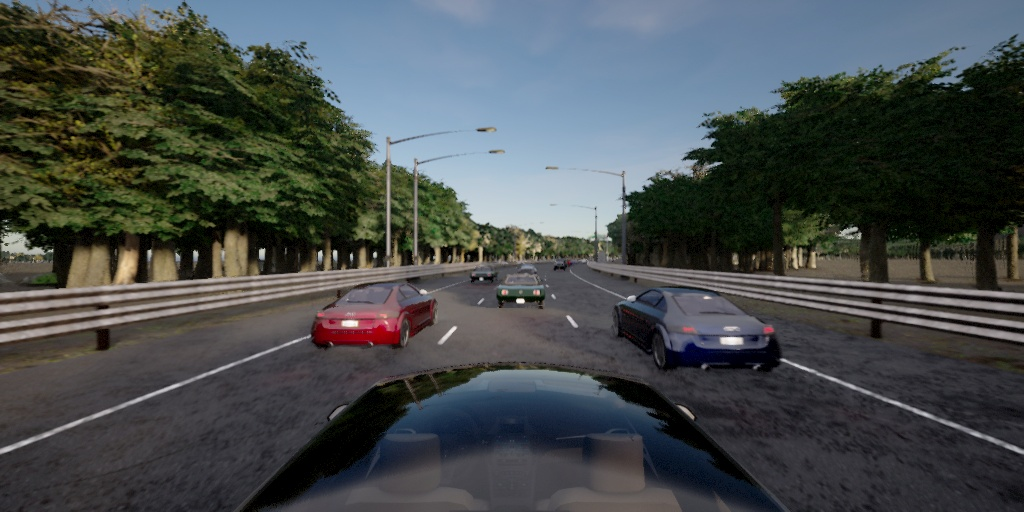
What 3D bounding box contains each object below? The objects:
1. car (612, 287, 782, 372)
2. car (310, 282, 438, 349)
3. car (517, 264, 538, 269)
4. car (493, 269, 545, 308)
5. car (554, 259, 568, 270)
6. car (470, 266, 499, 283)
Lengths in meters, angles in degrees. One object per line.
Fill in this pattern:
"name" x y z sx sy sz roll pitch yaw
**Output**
"car" 3.583 1.357 7.791 1.994 1.385 4.181 0 0 1
"car" -3.269 1.363 9.328 1.994 1.385 4.181 0 0 1
"car" 1.479 1.488 33.558 1.812 1.442 4.674 0 0 4
"car" 0.421 1.446 15.919 1.895 1.301 4.718 0 0 2
"car" 8.290 1.645 62.085 1.837 1.490 4.892 0 0 9
"car" -2.252 1.542 30.656 1.895 1.301 4.718 0 0 4
